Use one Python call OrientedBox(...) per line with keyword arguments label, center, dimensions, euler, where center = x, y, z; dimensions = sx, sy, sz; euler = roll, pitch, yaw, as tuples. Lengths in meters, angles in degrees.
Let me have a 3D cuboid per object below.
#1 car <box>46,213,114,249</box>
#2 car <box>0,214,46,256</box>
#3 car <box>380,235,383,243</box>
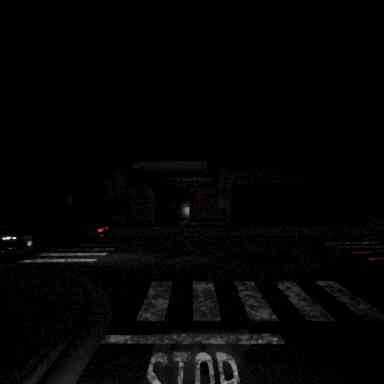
OrientedBox(label="car", center=(-6.180, 1.634, 14.401), dimensions=(5.357, 1.411, 2.033), euler=(-1, -1, 0))
OrientedBox(label="car", center=(-8.037, 1.543, 11.465), dimensions=(4.902, 1.511, 2.128), euler=(-1, -1, 0))
OrientedBox(label="car", center=(9.465, 1.426, 11.344), dimensions=(5.357, 1.411, 2.033), euler=(0, -1, 0))
